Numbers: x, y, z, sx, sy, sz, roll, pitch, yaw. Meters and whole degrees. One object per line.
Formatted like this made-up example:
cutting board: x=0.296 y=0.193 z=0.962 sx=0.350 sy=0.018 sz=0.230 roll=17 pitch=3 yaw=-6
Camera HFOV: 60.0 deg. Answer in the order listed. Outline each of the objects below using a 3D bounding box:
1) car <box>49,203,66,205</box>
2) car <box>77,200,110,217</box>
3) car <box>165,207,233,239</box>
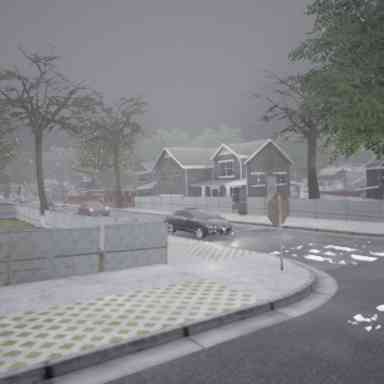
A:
car: x=-19.009 y=1.637 z=46.563 sx=2.128 sy=1.511 sz=4.902 roll=-3 pitch=1 yaw=-35
car: x=-9.987 y=1.666 z=33.573 sx=2.097 sy=1.767 sz=4.553 roll=-3 pitch=1 yaw=-35
car: x=0.264 y=1.669 z=18.975 sx=1.837 sy=1.490 sz=4.892 roll=-3 pitch=2 yaw=-35
